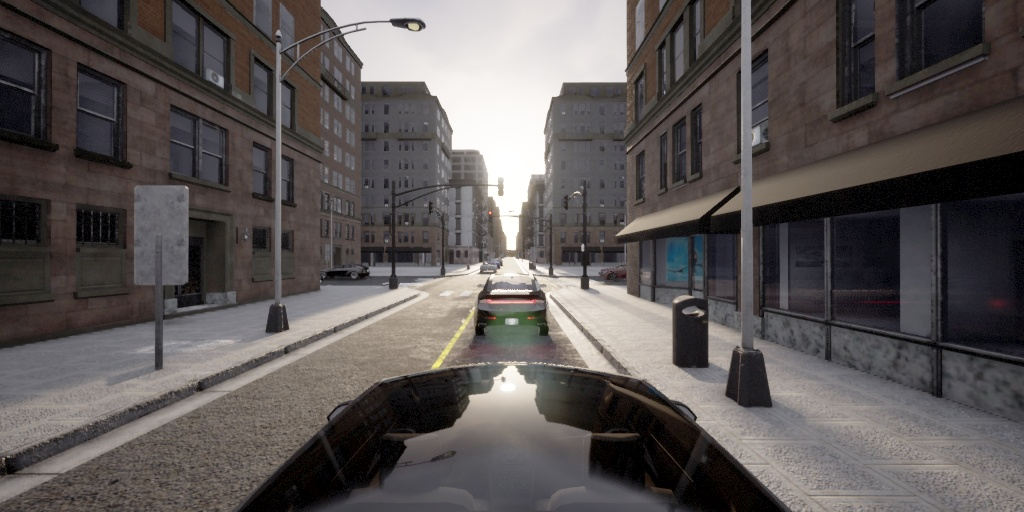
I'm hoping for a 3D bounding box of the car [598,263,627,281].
[{"bbox_3d":[9.348,1.275,28.931,4.674,1.442,1.812,0,0,-1],"label":"car"}]

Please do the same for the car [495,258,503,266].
[{"bbox_3d":[-2.844,1.183,56.629,1.882,1.535,5.008,0,0,0],"label":"car"}]

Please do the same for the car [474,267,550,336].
[{"bbox_3d":[-0.001,1.241,10.388,2.128,1.511,4.902,0,0,0],"label":"car"}]

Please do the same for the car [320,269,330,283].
[{"bbox_3d":[-14.773,1.288,23.532,4.313,1.339,1.948,0,0,0],"label":"car"}]

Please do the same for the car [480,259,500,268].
[{"bbox_3d":[-2.853,1.324,43.688,1.895,1.301,4.718,0,0,0],"label":"car"}]

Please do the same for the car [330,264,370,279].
[{"bbox_3d":[-14.768,1.329,31.558,4.313,1.339,1.948,0,0,0],"label":"car"}]
